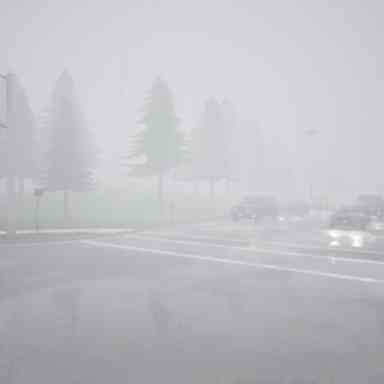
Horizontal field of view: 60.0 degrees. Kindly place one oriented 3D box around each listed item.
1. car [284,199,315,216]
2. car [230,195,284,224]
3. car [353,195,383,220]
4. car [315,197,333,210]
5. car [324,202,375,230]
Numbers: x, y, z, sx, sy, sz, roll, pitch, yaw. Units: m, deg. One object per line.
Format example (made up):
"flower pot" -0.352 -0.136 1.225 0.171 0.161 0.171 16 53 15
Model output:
"car" 10.742 1.552 34.363 1.882 1.535 5.008 0 0 35
"car" 5.075 1.295 26.279 2.150 2.045 5.566 0 0 35
"car" 15.557 1.251 29.040 2.150 2.045 5.566 0 0 35
"car" 16.500 1.428 42.524 2.097 1.767 4.553 0 0 35
"car" 10.206 1.592 21.417 1.994 1.385 4.181 0 0 35
